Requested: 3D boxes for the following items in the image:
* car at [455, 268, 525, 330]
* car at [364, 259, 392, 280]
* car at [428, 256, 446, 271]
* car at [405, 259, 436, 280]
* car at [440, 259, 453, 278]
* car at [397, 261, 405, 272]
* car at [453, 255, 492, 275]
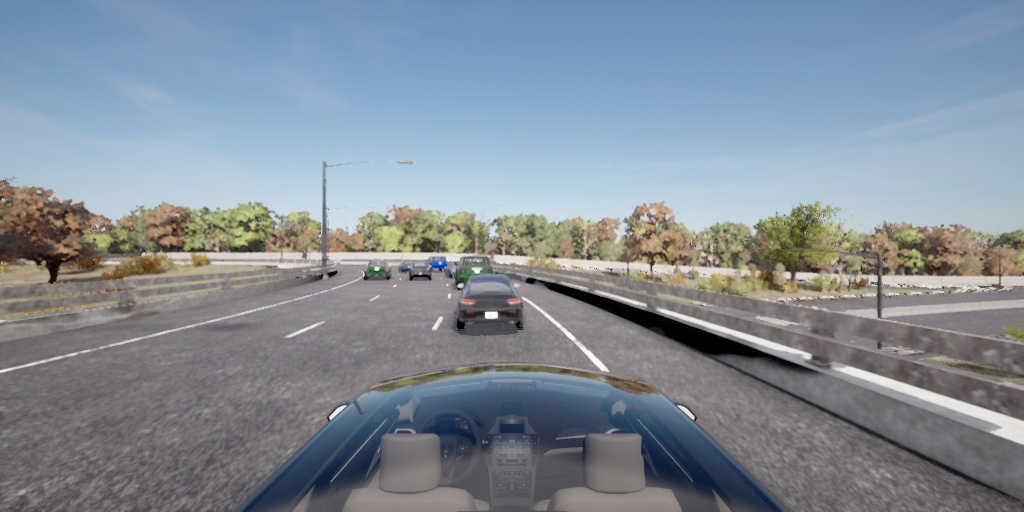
[{"bbox_3d":[-0.705,1.281,11.048,1.812,1.442,4.674,0,0,-5],"label":"car"},{"bbox_3d":[-11.853,1.129,31.885,2.097,1.767,4.553,0,0,-16],"label":"car"},{"bbox_3d":[-9.875,1.003,46.516,2.150,2.045,5.566,0,0,-23],"label":"car"},{"bbox_3d":[-8.213,1.266,31.895,2.128,1.511,4.902,0,0,-16],"label":"car"},{"bbox_3d":[-5.371,1.319,34.582,2.033,1.411,5.357,0,0,-17],"label":"car"},{"bbox_3d":[-13.417,1.349,45.794,1.994,1.385,4.181,0,0,-24],"label":"car"},{"bbox_3d":[-2.522,0.985,23.303,2.150,2.045,5.566,0,0,-11],"label":"car"}]
